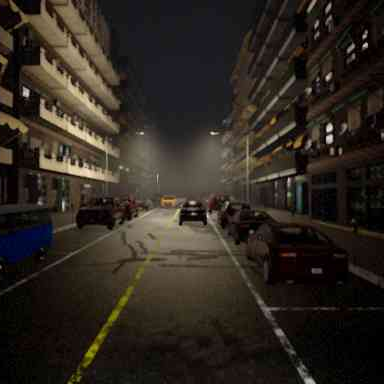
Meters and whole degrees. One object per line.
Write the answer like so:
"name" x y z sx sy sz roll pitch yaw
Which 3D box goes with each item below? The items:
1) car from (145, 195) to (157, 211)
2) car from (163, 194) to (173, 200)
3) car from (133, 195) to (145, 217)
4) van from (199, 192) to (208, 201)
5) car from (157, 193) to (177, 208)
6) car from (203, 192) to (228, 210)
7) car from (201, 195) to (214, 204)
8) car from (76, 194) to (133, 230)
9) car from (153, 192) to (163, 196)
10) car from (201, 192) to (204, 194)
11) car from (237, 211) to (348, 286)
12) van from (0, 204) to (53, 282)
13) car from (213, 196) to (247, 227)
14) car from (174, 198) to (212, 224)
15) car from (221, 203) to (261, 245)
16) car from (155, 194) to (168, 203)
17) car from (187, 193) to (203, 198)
"car" -5.365 1.303 36.774 1.947 1.339 4.313 1 0 0
"car" -5.442 1.125 75.489 1.802 1.307 4.206 1 0 0
"car" -5.338 1.125 25.710 2.192 1.841 5.009 1 0 0
"van" 2.421 0.903 69.917 1.690 1.788 3.998 1 0 0
"car" -2.827 1.184 41.584 1.882 1.535 5.008 0 0 0
"car" 2.497 1.084 31.197 2.192 1.841 5.009 1 0 0
"car" 2.449 1.221 53.324 1.802 1.307 4.206 1 0 0
"car" -5.327 1.164 20.180 2.192 1.841 5.009 1 0 0
"car" -5.392 0.957 53.362 2.192 1.841 5.009 1 0 0
"car" 2.473 1.141 42.261 1.967 1.590 4.097 1 0 0
"car" 2.569 1.471 9.075 1.887 1.381 4.507 1 0 0
"van" -5.307 1.271 9.120 1.690 1.788 3.998 1 0 0
"car" 2.558 1.286 20.136 1.967 1.590 4.097 1 0 0
"car" 0.057 1.375 22.740 2.033 1.411 5.357 0 0 0
"car" 2.559 1.430 14.605 1.887 1.381 4.507 1 0 0
"car" -5.408 1.159 58.895 1.887 1.381 4.507 1 0 0
"car" 0.024 1.214 41.199 1.837 1.490 4.892 0 1 0
